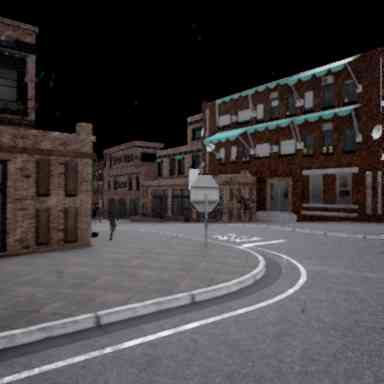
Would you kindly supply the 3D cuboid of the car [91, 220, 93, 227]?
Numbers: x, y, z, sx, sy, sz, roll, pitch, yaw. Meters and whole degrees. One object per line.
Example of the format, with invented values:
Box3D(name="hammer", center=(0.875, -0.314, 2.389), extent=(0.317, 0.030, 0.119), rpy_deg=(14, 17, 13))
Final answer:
Box3D(name="car", center=(-12.503, 2.756, 35.737), extent=(2.150, 2.045, 5.566), rpy_deg=(1, -4, -37))
